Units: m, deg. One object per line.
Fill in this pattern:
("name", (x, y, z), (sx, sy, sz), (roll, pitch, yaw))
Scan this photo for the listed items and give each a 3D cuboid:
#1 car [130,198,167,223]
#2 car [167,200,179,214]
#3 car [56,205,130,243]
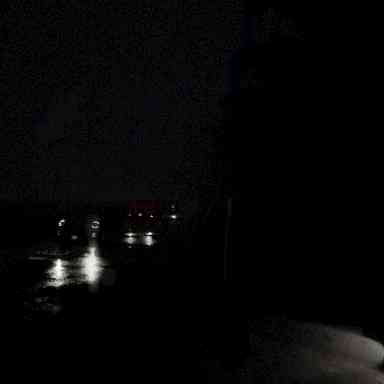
("car", (-3.975, 1.540, 29.657), (2.150, 2.045, 5.566), (3, -1, 4))
("car", (-2.876, 1.809, 42.371), (2.097, 1.767, 4.553), (3, 0, 5))
("car", (-5.034, 1.481, 17.064), (2.097, 1.767, 4.553), (3, -1, 5))
